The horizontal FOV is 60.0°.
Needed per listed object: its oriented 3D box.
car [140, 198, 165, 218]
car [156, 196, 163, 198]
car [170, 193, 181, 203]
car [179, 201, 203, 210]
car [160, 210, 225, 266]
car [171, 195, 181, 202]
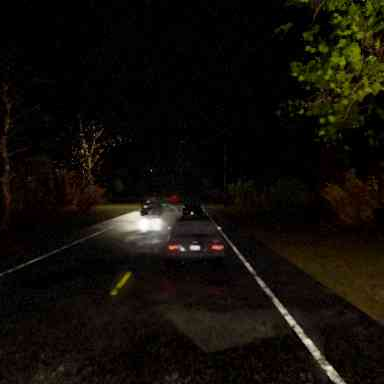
[{"bbox_3d":[-3.721,1.601,31.675,2.128,1.511,4.902,0,0,-1],"label":"car"},{"bbox_3d":[-6.981,1.671,71.988,1.882,1.535,5.008,0,0,-6],"label":"car"},{"bbox_3d":[-3.649,1.235,72.590,2.150,2.045,5.566,0,0,-2],"label":"car"},{"bbox_3d":[0.006,1.613,31.618,1.837,1.490,4.892,0,0,0],"label":"car"},{"bbox_3d":[0.077,1.590,11.636,2.033,1.411,5.357,0,0,0],"label":"car"},{"bbox_3d":[-3.787,1.600,80.034,2.128,1.511,4.902,0,0,0],"label":"car"}]
